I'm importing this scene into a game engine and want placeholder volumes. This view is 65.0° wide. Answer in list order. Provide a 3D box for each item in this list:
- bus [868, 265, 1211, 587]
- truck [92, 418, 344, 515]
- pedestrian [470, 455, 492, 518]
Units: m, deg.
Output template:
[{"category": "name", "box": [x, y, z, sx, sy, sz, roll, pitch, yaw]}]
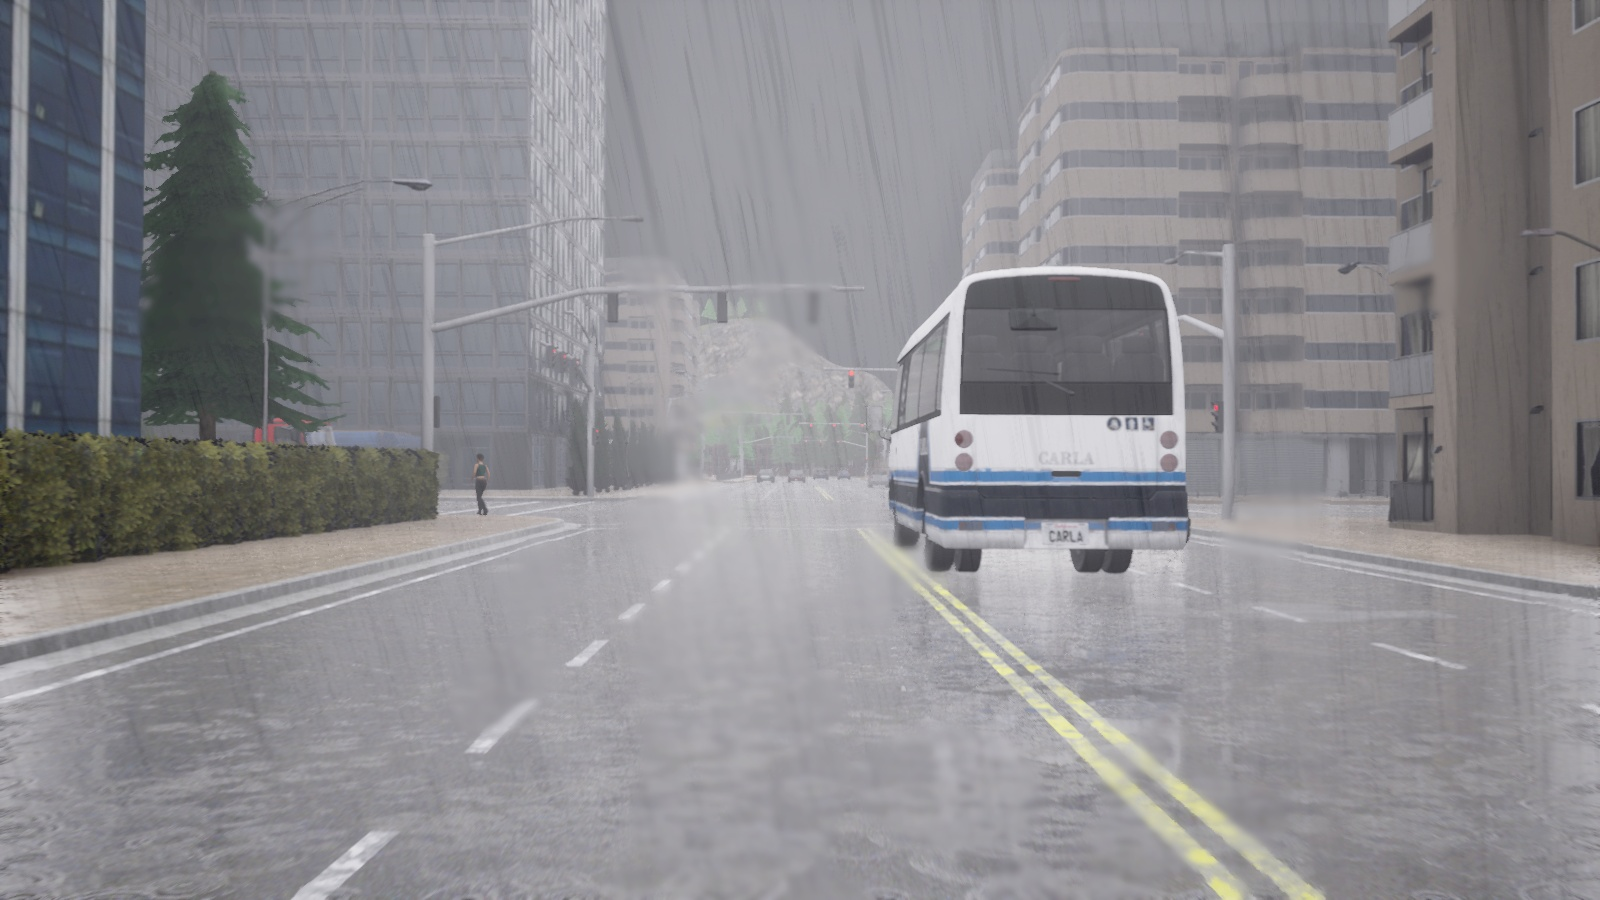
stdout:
[{"category": "bus", "box": [3.442, -0.250, 21.763, 3.944, 4.253, 10.273, 0, -1, 0]}, {"category": "truck", "box": [-21.337, 0.615, 46.379, 7.936, 3.462, 2.891, 0, -1, -1]}, {"category": "pedestrian", "box": [-9.405, 1.065, 37.012, 0.594, 1.836, 0.345, -1, -1, 37]}]
